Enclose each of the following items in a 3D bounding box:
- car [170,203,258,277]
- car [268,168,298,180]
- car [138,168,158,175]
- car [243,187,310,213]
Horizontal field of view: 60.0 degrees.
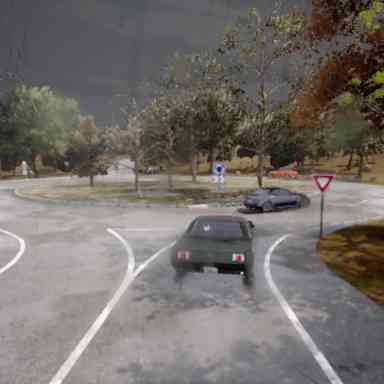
[{"bbox_3d":[0.829,1.293,9.478,1.895,1.301,4.718,1,4,11],"label":"car"},{"bbox_3d":[13.824,-2.875,50.794,2.097,1.767,4.553,-5,7,-39],"label":"car"},{"bbox_3d":[-8.779,-3.931,64.081,4.718,1.301,1.895,5,7,41],"label":"car"},{"bbox_3d":[5.289,0.391,20.769,4.181,1.385,1.994,-3,7,-24],"label":"car"}]
